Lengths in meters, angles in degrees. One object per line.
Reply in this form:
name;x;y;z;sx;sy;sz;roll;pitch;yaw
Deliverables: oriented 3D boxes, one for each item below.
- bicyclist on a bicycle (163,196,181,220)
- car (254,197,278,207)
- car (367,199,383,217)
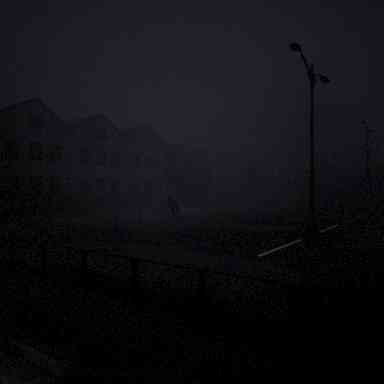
bicyclist on a bicycle;-1.393;1.109;23.058;1.656;1.620;0.582;0;0;35
car;10.442;1.355;46.685;2.033;1.411;5.357;0;0;32
car;15.429;1.298;26.810;2.007;1.523;4.514;0;0;35
